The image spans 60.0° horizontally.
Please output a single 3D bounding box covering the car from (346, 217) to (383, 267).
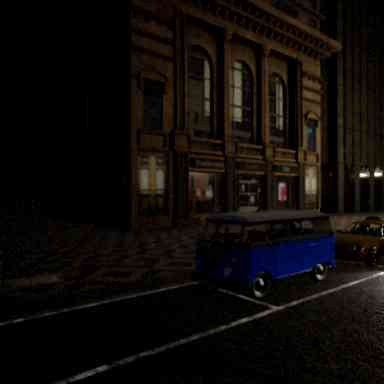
[{"bbox_3d":[6.194,1.563,11.584,4.829,1.417,1.752,0,0,-38],"label":"car"}]

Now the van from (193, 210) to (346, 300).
[{"bbox_3d":[1.901,1.381,8.256,3.998,1.788,1.690,0,0,-38],"label":"van"}]
